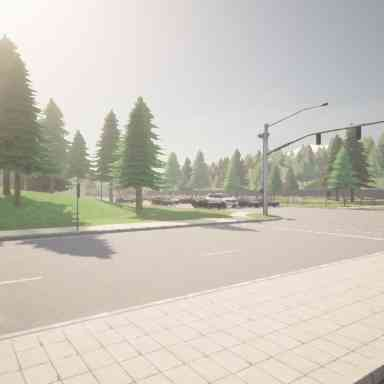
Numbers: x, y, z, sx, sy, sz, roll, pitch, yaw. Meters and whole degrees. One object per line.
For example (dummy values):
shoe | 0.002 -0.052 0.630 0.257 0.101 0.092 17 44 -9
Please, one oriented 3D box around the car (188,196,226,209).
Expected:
car | 1.965 1.601 44.329 1.895 1.301 4.718 0 0 -35

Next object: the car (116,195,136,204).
car | -13.354 1.549 66.256 2.033 1.411 5.357 0 0 -35

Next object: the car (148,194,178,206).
car | -4.816 1.499 53.977 1.837 1.490 4.892 0 2 -35

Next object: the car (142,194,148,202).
car | -11.835 1.381 70.200 1.882 1.535 5.008 0 0 -35

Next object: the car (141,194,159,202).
car | -9.140 1.250 72.451 2.097 1.767 4.553 0 0 -35

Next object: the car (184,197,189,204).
car | -0.192 1.600 59.587 1.895 1.301 4.718 0 0 -35

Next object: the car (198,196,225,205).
car | 3.525 1.547 60.392 2.033 1.411 5.357 0 0 -35

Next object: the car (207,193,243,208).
car | 4.151 1.222 47.318 2.150 2.045 5.566 0 0 -34

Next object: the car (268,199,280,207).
car | 10.636 1.547 50.265 2.033 1.411 5.357 0 0 -35

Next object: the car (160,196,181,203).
car | -4.756 1.516 72.303 2.033 1.411 5.357 0 0 -35

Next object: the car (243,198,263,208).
car | 7.710 1.547 48.335 2.033 1.411 5.357 0 0 -35

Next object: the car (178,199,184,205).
car | -4.063 1.478 59.006 1.882 1.535 5.008 0 0 -35
